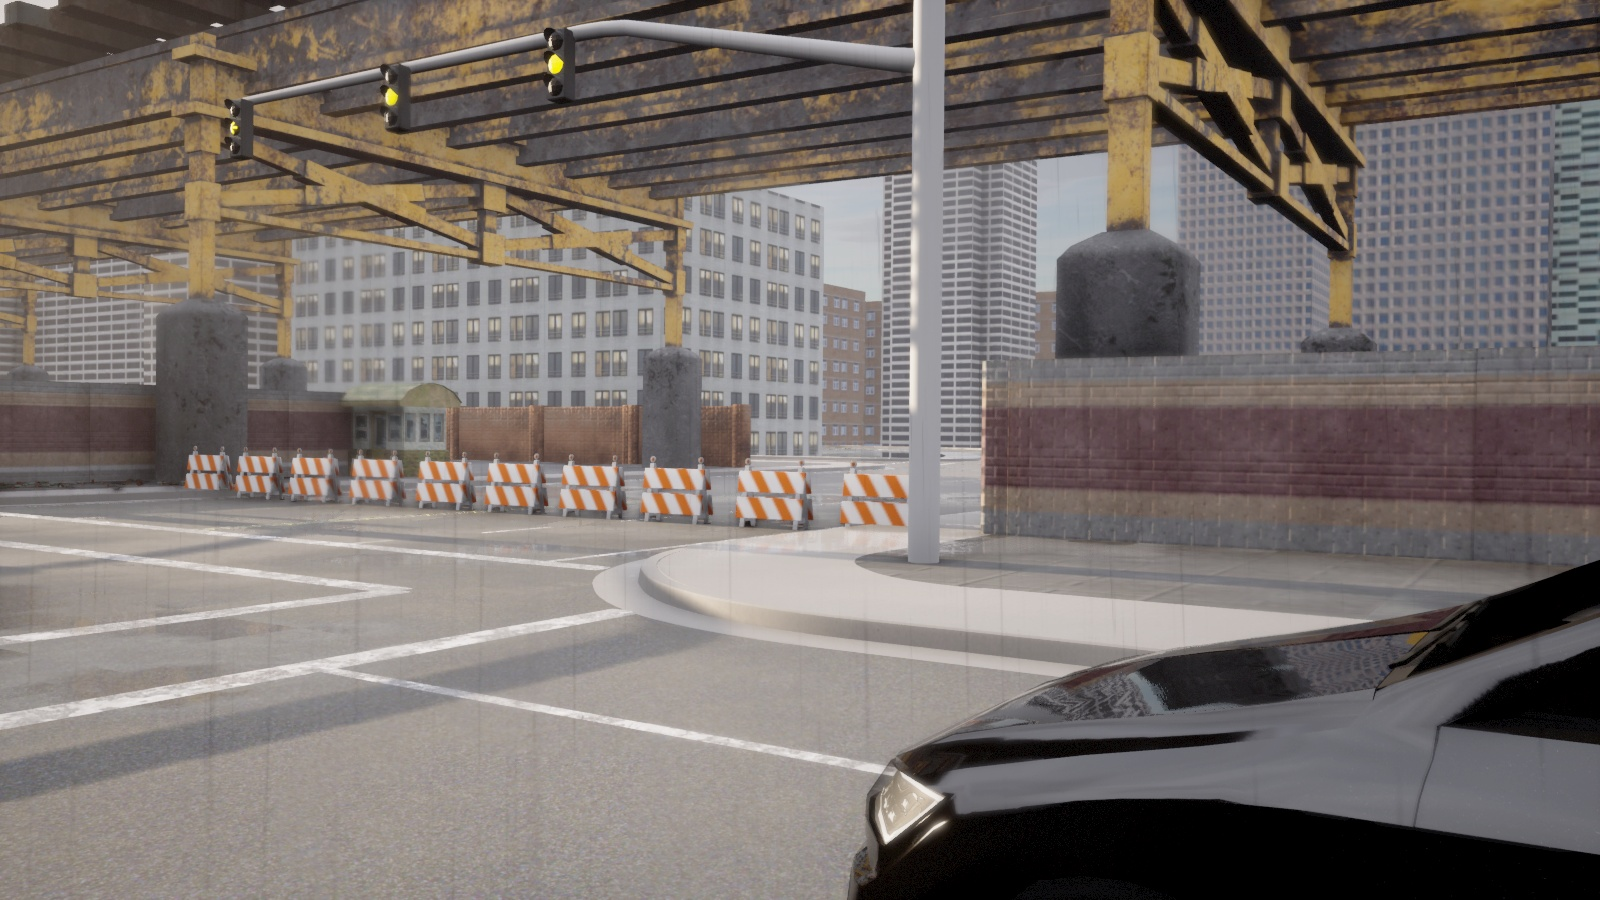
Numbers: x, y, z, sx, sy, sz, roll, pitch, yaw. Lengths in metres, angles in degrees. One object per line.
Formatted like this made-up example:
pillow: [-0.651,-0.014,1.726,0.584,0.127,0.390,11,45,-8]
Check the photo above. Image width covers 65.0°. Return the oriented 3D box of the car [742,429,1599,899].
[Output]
car: [2.136,0.696,2.204,4.193,1.474,1.816,0,1,34]
